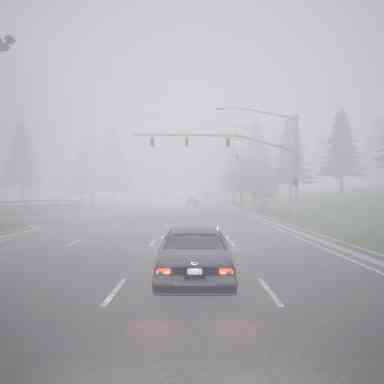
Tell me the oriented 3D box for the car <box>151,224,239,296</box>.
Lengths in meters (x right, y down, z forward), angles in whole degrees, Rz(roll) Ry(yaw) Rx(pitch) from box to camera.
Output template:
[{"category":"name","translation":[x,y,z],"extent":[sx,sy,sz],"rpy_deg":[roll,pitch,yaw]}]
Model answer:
[{"category":"car","translation":[0.070,1.547,8.790],"extent":[2.033,1.411,5.357],"rpy_deg":[0,0,0]}]

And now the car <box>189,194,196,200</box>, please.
[{"category":"car","translation":[0.045,1.310,93.892],"extent":[1.882,1.535,5.008],"rpy_deg":[0,0,0]}]

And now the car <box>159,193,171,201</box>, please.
[{"category":"car","translation":[-6.960,1.217,83.505],"extent":[2.150,2.045,5.566],"rpy_deg":[0,0,0]}]

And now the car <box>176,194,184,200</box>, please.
[{"category":"car","translation":[-3.455,1.358,93.893],"extent":[2.128,1.511,4.902],"rpy_deg":[0,0,0]}]

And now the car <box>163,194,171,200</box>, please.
[{"category":"car","translation":[-6.955,1.385,93.895],"extent":[1.994,1.385,4.181],"rpy_deg":[0,0,0]}]

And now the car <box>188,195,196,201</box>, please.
[{"category":"car","translation":[0.040,1.531,83.472],"extent":[2.033,1.411,5.357],"rpy_deg":[0,0,0]}]

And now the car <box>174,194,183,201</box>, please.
[{"category":"car","translation":[-3.460,1.517,83.890],"extent":[1.812,1.442,4.674],"rpy_deg":[0,0,0]}]

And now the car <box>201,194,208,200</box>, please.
[{"category":"car","translation":[3.545,1.310,93.890],"extent":[1.882,1.535,5.008],"rpy_deg":[0,0,0]}]

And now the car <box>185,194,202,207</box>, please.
[{"category":"car","translation":[0.023,1.352,52.829],"extent":[2.097,1.767,4.553],"rpy_deg":[0,0,0]}]

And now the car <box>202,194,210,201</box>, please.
[{"category":"car","translation":[3.540,1.492,83.470],"extent":[1.837,1.490,4.892],"rpy_deg":[0,0,0]}]
